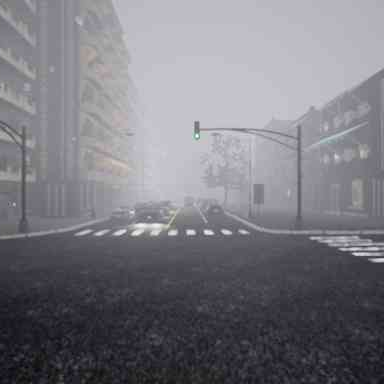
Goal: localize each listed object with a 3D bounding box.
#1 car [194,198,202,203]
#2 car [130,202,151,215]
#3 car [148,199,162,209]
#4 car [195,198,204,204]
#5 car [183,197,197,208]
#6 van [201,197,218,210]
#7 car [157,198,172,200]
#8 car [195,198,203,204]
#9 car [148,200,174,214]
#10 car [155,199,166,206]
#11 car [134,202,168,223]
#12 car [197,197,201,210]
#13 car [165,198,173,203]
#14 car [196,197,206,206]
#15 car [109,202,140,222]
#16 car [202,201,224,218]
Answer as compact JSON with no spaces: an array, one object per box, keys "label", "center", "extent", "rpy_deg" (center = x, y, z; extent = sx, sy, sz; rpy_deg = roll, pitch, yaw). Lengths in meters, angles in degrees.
[{"label":"car","center":[1.743,2.427,95.396],"extent":[2.008,1.369,4.403],"rpy_deg":[0,0,-1]},{"label":"car","center":[-6.100,1.911,39.991],"extent":[1.887,1.381,4.507],"rpy_deg":[0,-1,-1]},{"label":"car","center":[-6.262,1.958,56.591],"extent":[1.967,1.590,4.097],"rpy_deg":[0,-1,-1]},{"label":"car","center":[1.850,2.220,84.330],"extent":[1.967,1.590,4.097],"rpy_deg":[0,-1,-1]},{"label":"car","center":[-0.477,2.091,58.404],"extent":[2.033,1.411,5.357],"rpy_deg":[0,-1,0]},{"label":"van","center":[2.278,1.721,40.067],"extent":[1.690,1.788,3.998],"rpy_deg":[0,-1,-1]},{"label":"car","center":[-3.569,1.967,47.776],"extent":[1.812,1.442,4.674],"rpy_deg":[0,-1,0]},{"label":"car","center":[1.797,2.373,89.862],"extent":[1.887,1.381,4.507],"rpy_deg":[0,0,-1]},{"label":"car","center":[-3.482,1.894,37.458],"extent":[2.033,1.411,5.357],"rpy_deg":[0,-1,-1]},{"label":"car","center":[-6.369,2.200,67.656],"extent":[1.802,1.307,4.206],"rpy_deg":[0,-1,-1]},{"label":"car","center":[-3.401,1.824,28.111],"extent":[1.994,1.385,4.181],"rpy_deg":[0,-1,-1]},{"label":"car","center":[2.172,1.922,51.133],"extent":[1.967,1.590,4.097],"rpy_deg":[0,-1,-1]},{"label":"car","center":[-6.637,2.428,95.321],"extent":[1.947,1.339,4.313],"rpy_deg":[0,0,-1]},{"label":"car","center":[1.956,1.996,73.266],"extent":[2.192,1.841,5.009],"rpy_deg":[0,-1,-1]},{"label":"car","center":[-5.994,1.815,28.925],"extent":[2.008,1.369,4.403],"rpy_deg":[0,-1,-1]},{"label":"car","center":[2.334,1.895,34.532],"extent":[1.947,1.339,4.313],"rpy_deg":[0,-1,-1]}]
